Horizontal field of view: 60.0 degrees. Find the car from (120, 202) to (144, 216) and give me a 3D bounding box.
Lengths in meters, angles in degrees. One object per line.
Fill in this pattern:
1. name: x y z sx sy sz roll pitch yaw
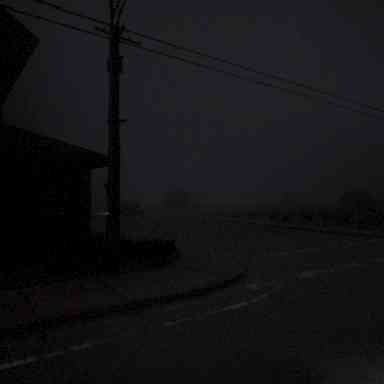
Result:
1. car: -6.621 1.678 34.507 1.994 1.385 4.181 1 0 -36
